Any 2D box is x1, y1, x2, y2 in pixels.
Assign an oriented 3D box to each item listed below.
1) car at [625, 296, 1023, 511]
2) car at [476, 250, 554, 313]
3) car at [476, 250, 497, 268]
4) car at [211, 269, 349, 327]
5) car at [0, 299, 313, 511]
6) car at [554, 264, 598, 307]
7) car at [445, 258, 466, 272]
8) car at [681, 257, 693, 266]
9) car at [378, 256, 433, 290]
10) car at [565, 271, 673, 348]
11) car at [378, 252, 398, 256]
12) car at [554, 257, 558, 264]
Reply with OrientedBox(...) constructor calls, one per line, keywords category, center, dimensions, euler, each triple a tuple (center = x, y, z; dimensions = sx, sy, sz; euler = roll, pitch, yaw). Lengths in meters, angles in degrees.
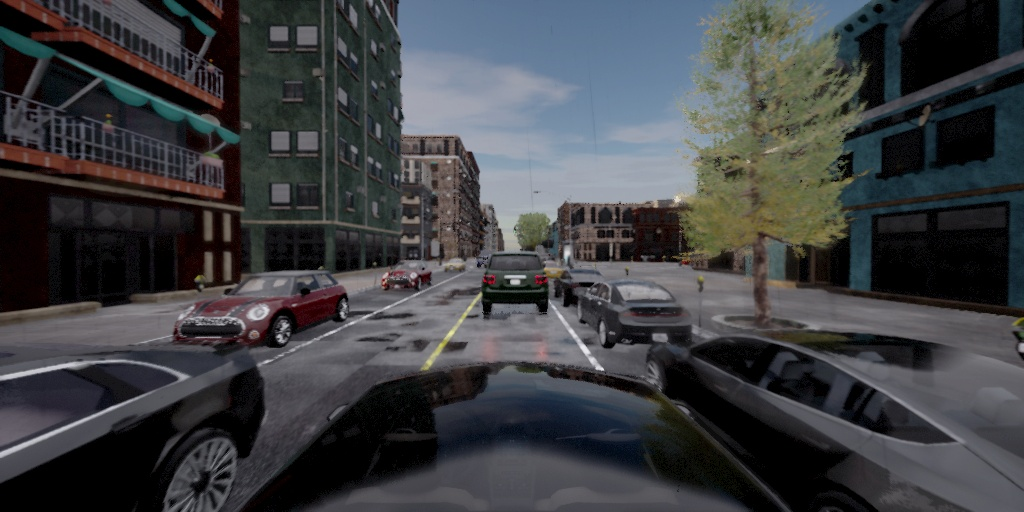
OrientedBox(category="car", center=(2.690, 1.297, 3.176), dimensions=(1.948, 1.339, 4.313), euler=(0, 0, 0))
OrientedBox(category="car", center=(0.101, 0.830, 13.347), dimensions=(2.150, 2.045, 5.566), euler=(0, 1, 0))
OrientedBox(category="car", center=(-2.995, 0.276, 43.047), dimensions=(2.150, 2.045, 5.566), euler=(0, 1, 0))
OrientedBox(category="car", center=(-5.690, 1.103, 8.714), dimensions=(1.967, 1.591, 4.097), euler=(0, 0, 0))
OrientedBox(category="car", center=(-3.101, 1.248, 1.164), dimensions=(2.128, 1.511, 4.902), euler=(0, 1, 0))
OrientedBox(category="car", center=(2.691, 1.162, 14.252), dimensions=(1.948, 1.339, 4.313), euler=(0, 0, 0))
OrientedBox(category="car", center=(-5.687, 0.851, 36.241), dimensions=(1.751, 1.417, 4.829), euler=(0, 0, 0))
OrientedBox(category="car", center=(26.153, 0.820, 50.894), dimensions=(4.507, 1.381, 1.888), euler=(0, 0, 0))
OrientedBox(category="car", center=(-5.688, 0.968, 19.793), dimensions=(1.967, 1.591, 4.097), euler=(0, 0, 0))
OrientedBox(category="car", center=(2.691, 1.214, 8.713), dimensions=(2.007, 1.370, 4.403), euler=(0, 0, 0))
OrientedBox(category="car", center=(-17.271, 0.415, 50.641), dimensions=(5.009, 1.841, 2.192), euler=(0, 0, 0))
OrientedBox(category="car", center=(2.693, 0.986, 25.500), dimensions=(1.751, 1.417, 4.829), euler=(0, 0, 0))
